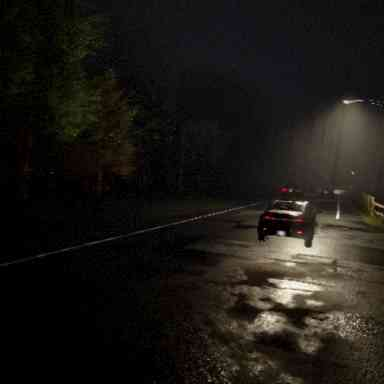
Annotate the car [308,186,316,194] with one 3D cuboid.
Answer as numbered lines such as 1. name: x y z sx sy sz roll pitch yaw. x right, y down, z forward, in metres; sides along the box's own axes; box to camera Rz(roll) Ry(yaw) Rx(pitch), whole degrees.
1. car: 23.814 -0.417 66.490 2.128 1.511 4.902 4 3 24

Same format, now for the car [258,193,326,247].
1. car: 3.913 1.061 13.031 2.128 1.511 4.902 4 3 24

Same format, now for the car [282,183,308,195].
1. car: 12.468 -0.074 40.758 2.150 2.045 5.566 4 2 24

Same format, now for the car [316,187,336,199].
1. car: 19.591 0.044 48.173 2.097 1.767 4.553 4 3 24
